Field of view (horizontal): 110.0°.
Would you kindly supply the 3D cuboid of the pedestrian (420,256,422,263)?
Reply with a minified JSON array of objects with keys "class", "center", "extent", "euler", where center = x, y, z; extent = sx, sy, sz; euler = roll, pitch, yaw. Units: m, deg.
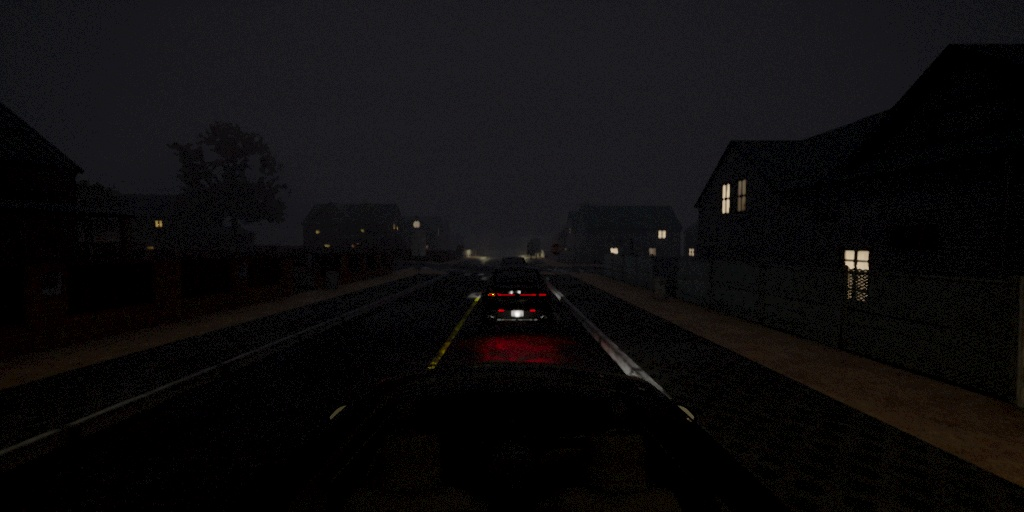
[{"class":"pedestrian","center":[-9.658,-0.228,37.864],"extent":[0.375,1.860,0.375],"euler":[0,1,1]}]

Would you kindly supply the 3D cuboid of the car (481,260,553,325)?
[{"class":"car","center":[0.112,1.040,10.844],"extent":[1.837,1.490,4.892],"euler":[0,1,0]}]

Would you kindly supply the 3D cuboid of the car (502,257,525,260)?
[{"class":"car","center":[0.069,0.791,21.450],"extent":[1.837,1.490,4.892],"euler":[0,1,-2]}]
